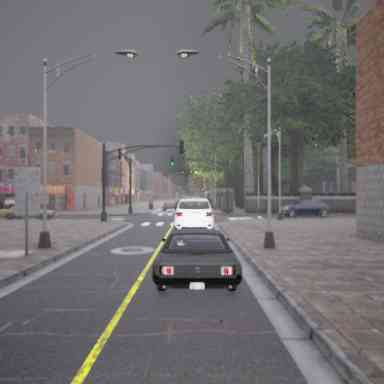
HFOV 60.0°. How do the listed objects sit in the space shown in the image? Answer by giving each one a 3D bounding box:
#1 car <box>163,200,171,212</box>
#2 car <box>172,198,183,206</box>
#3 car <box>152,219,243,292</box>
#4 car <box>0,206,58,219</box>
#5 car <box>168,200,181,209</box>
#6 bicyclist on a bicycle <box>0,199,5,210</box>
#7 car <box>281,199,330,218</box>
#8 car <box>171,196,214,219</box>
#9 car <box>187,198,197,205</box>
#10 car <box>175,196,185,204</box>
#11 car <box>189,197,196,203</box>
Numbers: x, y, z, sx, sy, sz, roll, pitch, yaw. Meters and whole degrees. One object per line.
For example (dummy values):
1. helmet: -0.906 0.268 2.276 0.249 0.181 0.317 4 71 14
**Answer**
1. car: -2.812 1.808 44.248 1.812 1.442 4.674 0 0 0
2. car: -2.755 1.889 63.537 1.882 1.535 5.008 0 0 1
3. car: 0.108 1.654 9.048 1.895 1.301 4.718 0 0 0
4. car: -14.417 1.734 29.362 4.829 1.417 1.752 0 0 0
5. car: -2.799 1.945 53.424 1.895 1.301 4.718 0 0 0
6. bicyclist on a bicycle: -20.115 1.566 35.007 0.582 1.620 1.656 0 0 0
7. car: 10.751 1.520 32.094 4.553 1.767 2.097 0 0 -1
8. car: 0.121 1.347 20.195 2.150 2.045 5.566 0 0 0
9. car: 0.060 2.010 74.114 2.128 1.511 4.902 0 0 0
10. car: -2.691 1.811 73.673 2.097 1.767 4.553 0 0 0
11. car: 0.067 2.072 84.277 1.837 1.490 4.892 0 -1 0
